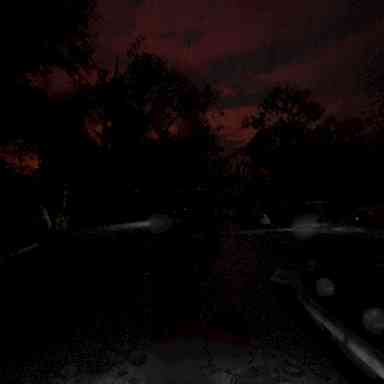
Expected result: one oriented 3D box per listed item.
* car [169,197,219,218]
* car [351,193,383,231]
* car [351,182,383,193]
[{"bbox_3d":[0.225,1.184,26.147,2.128,1.511,4.902,0,2,39],"label":"car"},{"bbox_3d":[12.593,1.221,20.051,5.566,2.045,2.150,0,0,-4],"label":"car"},{"bbox_3d":[18.104,-0.171,33.270,4.902,1.511,2.128,-4,0,-2],"label":"car"}]
